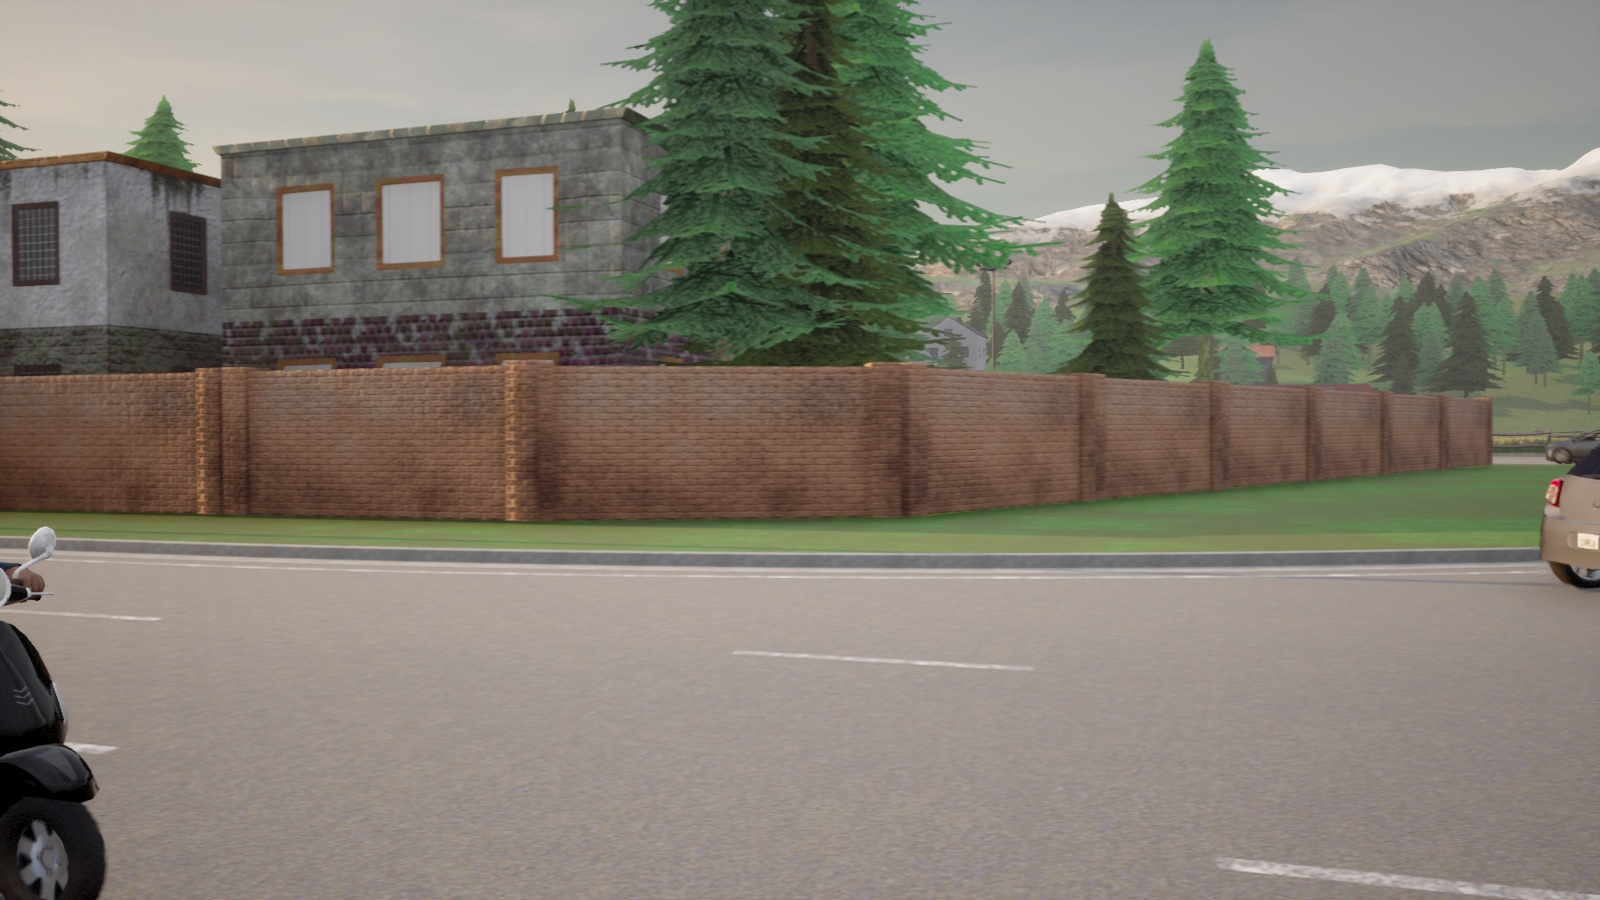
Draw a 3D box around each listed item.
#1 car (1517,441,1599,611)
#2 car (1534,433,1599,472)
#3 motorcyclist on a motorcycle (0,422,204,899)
[{"bbox_3d":[8.908,0.688,11.505,3.633,1.501,1.845,0,1,-4],"label":"car"},{"bbox_3d":[32.208,0.091,50.195,2.007,1.525,4.514,0,1,-37],"label":"car"},{"bbox_3d":[-3.065,0.701,4.223,1.817,1.590,0.866,1,1,19],"label":"motorcyclist on a motorcycle"}]
